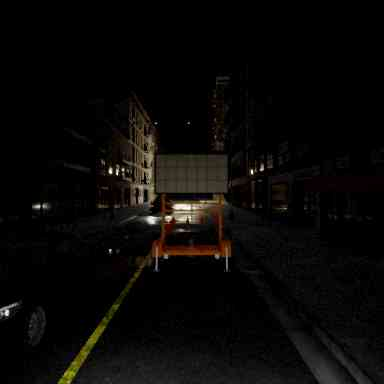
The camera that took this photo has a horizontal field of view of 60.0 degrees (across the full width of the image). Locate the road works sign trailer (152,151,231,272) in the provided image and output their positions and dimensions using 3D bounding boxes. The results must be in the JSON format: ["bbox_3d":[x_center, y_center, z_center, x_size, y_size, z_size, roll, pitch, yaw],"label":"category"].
[{"bbox_3d":[-0.006,0.468,10.818,2.380,3.560,2.880,0,0,0],"label":"road works sign trailer"}]

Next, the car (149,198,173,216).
[{"bbox_3d":[-3.033,1.377,33.091,2.097,1.767,4.553,0,0,0],"label":"car"}]

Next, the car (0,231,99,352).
[{"bbox_3d":[-3.108,1.527,6.296,1.812,1.442,4.674,0,0,0],"label":"car"}]
